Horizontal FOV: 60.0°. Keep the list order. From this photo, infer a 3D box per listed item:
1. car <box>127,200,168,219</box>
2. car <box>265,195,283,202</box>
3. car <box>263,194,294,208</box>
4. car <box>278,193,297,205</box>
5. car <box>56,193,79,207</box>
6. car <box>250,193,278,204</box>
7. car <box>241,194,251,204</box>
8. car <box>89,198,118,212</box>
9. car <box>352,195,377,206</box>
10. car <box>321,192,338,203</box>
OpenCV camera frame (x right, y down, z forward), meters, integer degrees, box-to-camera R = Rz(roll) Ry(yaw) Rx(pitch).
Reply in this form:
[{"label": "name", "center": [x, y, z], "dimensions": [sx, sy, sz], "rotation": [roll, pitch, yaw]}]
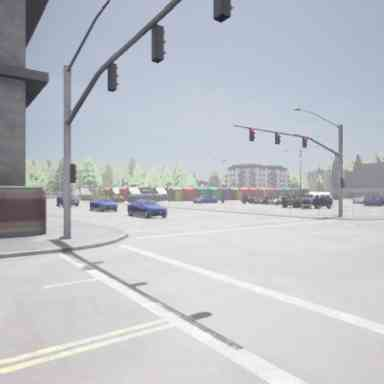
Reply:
[{"label": "car", "center": [-3.972, 1.426, 29.075], "dimensions": [1.882, 1.535, 5.008], "rotation": [0, 0, -36]}, {"label": "car", "center": [18.195, 1.379, 73.827], "dimensions": [3.905, 1.438, 1.784], "rotation": [0, 0, -35]}, {"label": "car", "center": [13.953, 1.407, 53.677], "dimensions": [3.806, 1.475, 1.970], "rotation": [0, 0, -35]}, {"label": "car", "center": [19.811, 1.169, 71.422], "dimensions": [4.605, 1.855, 1.932], "rotation": [0, 0, -35]}, {"label": "car", "center": [-18.532, 1.161, 49.492], "dimensions": [2.150, 2.045, 5.566], "rotation": [0, 1, -35]}, {"label": "car", "center": [12.286, 1.375, 56.043], "dimensions": [3.905, 1.438, 1.784], "rotation": [0, 0, -35]}, {"label": "car", "center": [10.699, 1.165, 58.208], "dimensions": [4.605, 1.855, 1.932], "rotation": [0, 0, -35]}, {"label": "car", "center": [-10.019, 1.426, 37.533], "dimensions": [1.882, 1.535, 5.008], "rotation": [0, 0, -35]}, {"label": "car", "center": [29.620, 1.411, 57.663], "dimensions": [3.806, 1.475, 1.970], "rotation": [0, 0, -35]}, {"label": "car", "center": [34.119, 1.176, 81.533], "dimensions": [3.866, 1.878, 1.905], "rotation": [0, 0, -35]}]
